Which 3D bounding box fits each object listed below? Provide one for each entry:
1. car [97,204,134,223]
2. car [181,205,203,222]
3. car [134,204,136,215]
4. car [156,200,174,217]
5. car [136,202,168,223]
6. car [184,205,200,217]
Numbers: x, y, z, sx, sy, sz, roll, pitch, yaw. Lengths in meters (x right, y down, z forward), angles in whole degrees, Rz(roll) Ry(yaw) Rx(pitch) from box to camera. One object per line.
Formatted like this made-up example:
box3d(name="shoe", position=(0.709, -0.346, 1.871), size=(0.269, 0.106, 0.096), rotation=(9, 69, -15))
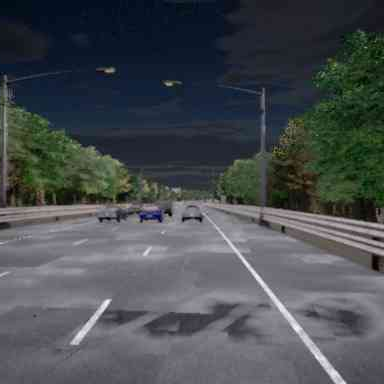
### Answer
box3d(name="car", position=(-6.996, 1.973, 29.958), size=(2.033, 1.411, 5.357), rotation=(0, -2, 0))
box3d(name="car", position=(0.011, 2.014, 30.843), size=(1.994, 1.385, 4.181), rotation=(0, -2, 0))
box3d(name="car", position=(-6.972, 2.315, 42.704), size=(1.837, 1.490, 4.892), rotation=(0, -1, 0))
box3d(name="car", position=(-3.480, 2.001, 41.685), size=(2.150, 2.045, 5.566), rotation=(0, -1, 0))
box3d(name="car", position=(-3.496, 1.903, 29.976), size=(1.882, 1.535, 5.008), rotation=(0, -2, 0))
box3d(name="car", position=(0.028, 2.373, 42.748), size=(1.994, 1.385, 4.181), rotation=(0, -2, 1))
